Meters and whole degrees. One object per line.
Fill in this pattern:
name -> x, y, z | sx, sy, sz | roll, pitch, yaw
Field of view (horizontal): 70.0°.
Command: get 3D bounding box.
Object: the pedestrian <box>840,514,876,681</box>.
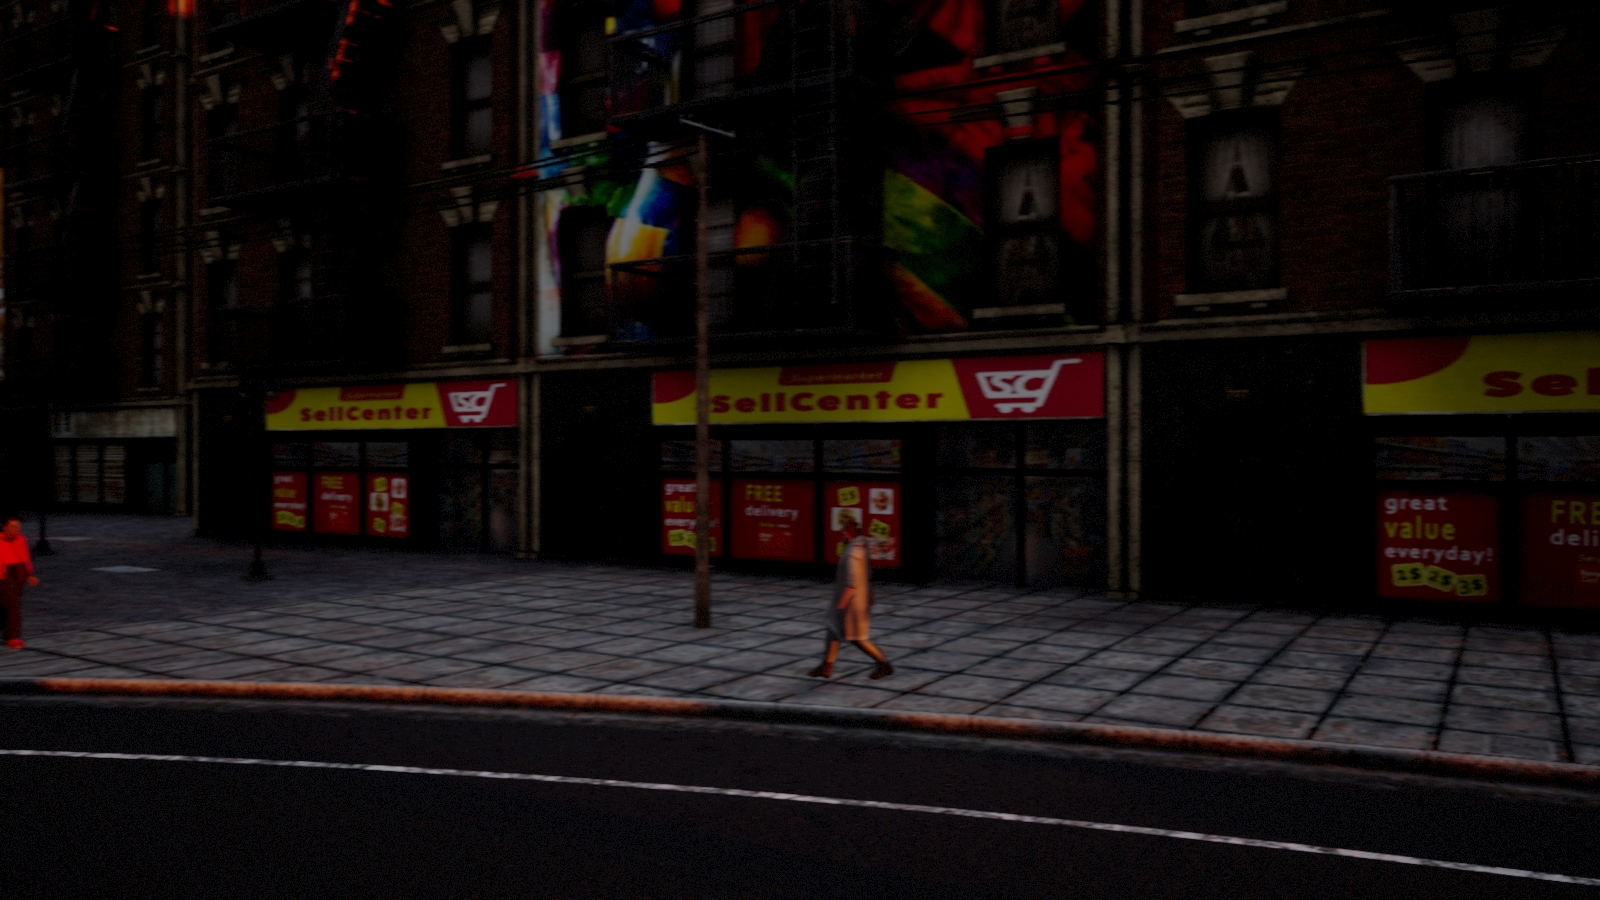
pedestrian -> 0.670, 1.684, 13.169 | 0.375, 1.860, 0.375 | 0, 0, 10

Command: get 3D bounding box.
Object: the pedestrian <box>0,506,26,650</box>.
pedestrian -> -10.615, 1.685, 15.193 | 0.375, 1.860, 0.375 | 0, 0, 14
